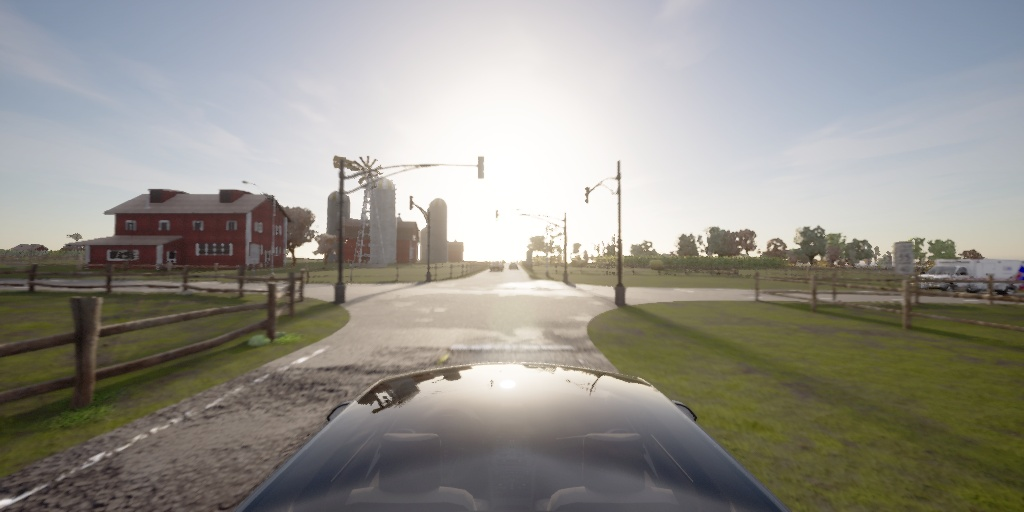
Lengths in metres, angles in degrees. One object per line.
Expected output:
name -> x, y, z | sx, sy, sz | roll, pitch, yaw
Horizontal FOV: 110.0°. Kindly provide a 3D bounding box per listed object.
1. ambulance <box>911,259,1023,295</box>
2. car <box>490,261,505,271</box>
ambulance -> 31.631, 1.454, 24.814 | 6.366, 2.431, 2.351 | 1, -2, 0
car -> -2.550, 1.589, 59.508 | 2.097, 1.767, 4.553 | 0, -1, 1
